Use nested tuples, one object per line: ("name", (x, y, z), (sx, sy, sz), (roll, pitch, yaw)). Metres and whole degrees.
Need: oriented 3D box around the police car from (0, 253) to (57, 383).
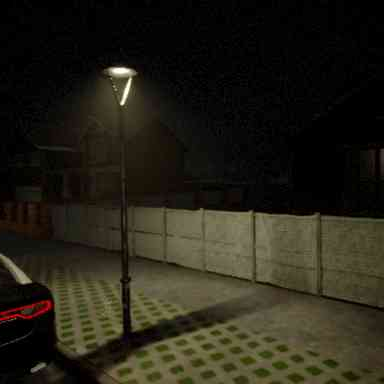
("police car", (-3.845, 1.432, 4.896), (5.238, 1.638, 1.930), (-1, 1, 44))
